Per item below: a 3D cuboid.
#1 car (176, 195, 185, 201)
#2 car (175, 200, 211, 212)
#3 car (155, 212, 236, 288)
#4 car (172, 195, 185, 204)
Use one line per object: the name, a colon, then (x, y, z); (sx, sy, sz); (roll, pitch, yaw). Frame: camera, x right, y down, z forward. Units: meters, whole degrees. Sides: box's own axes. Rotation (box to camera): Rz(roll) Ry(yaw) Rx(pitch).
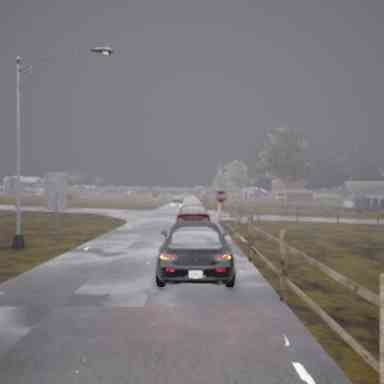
car: (-2.743, 1.444, 79.460); (1.837, 1.490, 4.892); (0, 0, 0)
car: (0.074, 1.447, 19.254); (1.882, 1.535, 5.008); (0, 0, 0)
car: (0.087, 1.506, 9.073); (1.812, 1.442, 4.674); (0, 0, 0)
car: (-2.780, 1.427, 63.210); (1.882, 1.535, 5.008); (0, 0, 1)
